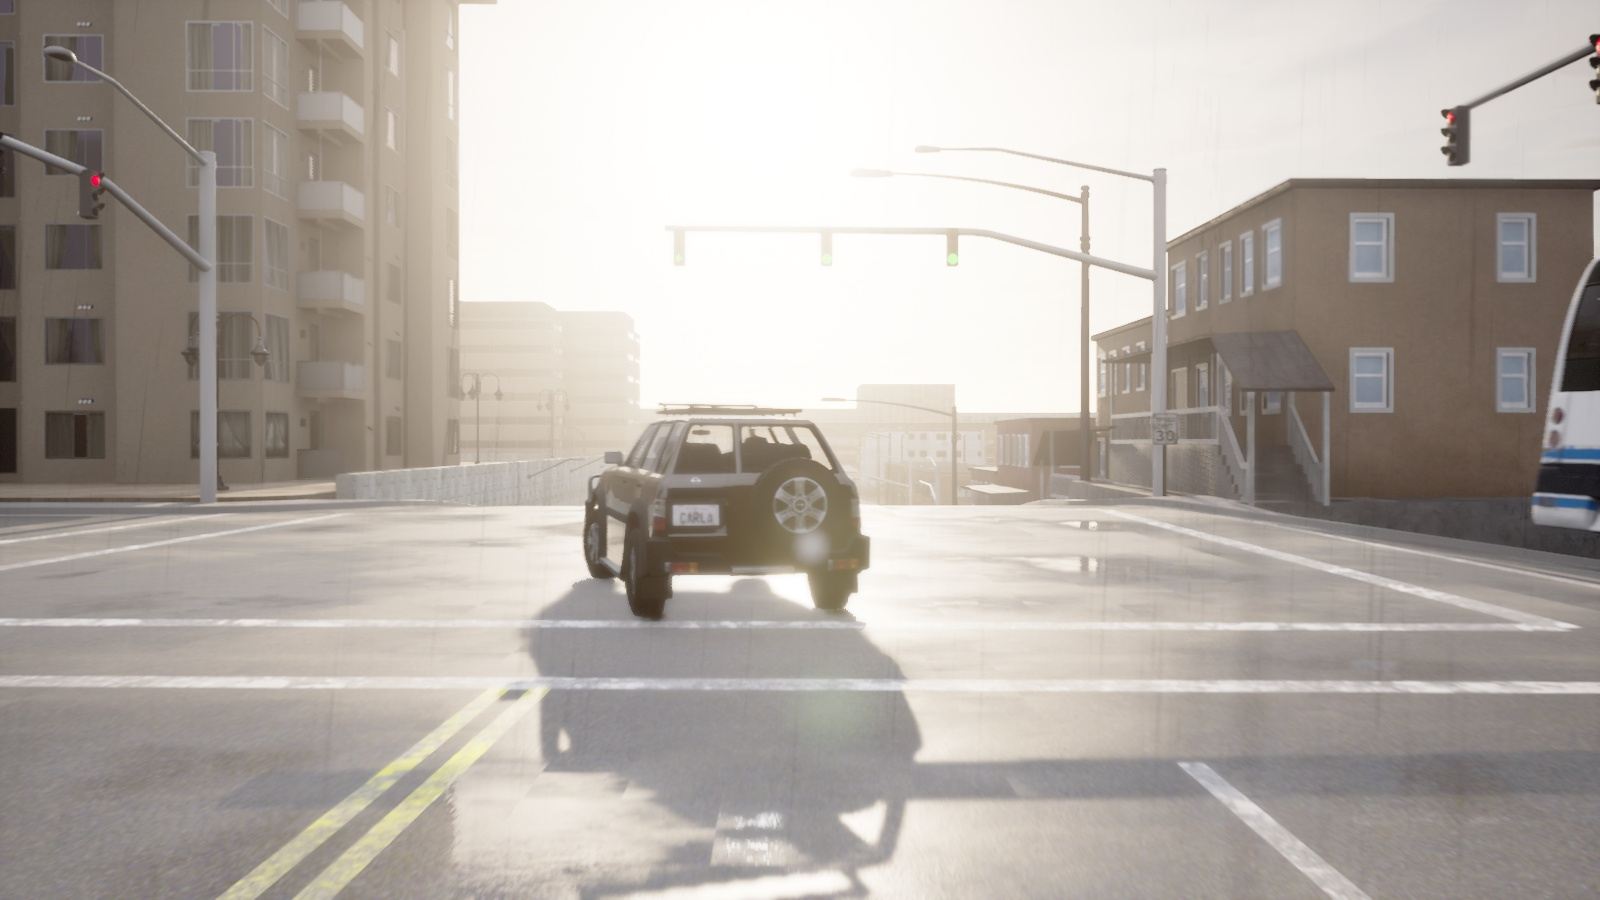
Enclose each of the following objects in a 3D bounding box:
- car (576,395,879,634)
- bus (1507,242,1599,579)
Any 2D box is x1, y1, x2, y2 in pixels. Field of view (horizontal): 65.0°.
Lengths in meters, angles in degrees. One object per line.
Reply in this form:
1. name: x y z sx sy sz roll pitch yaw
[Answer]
1. car: -0.937 0.478 12.224 1.932 1.855 4.605 0 1 -16
2. bus: 15.061 0.220 15.503 10.273 4.253 3.944 9 0 -7
